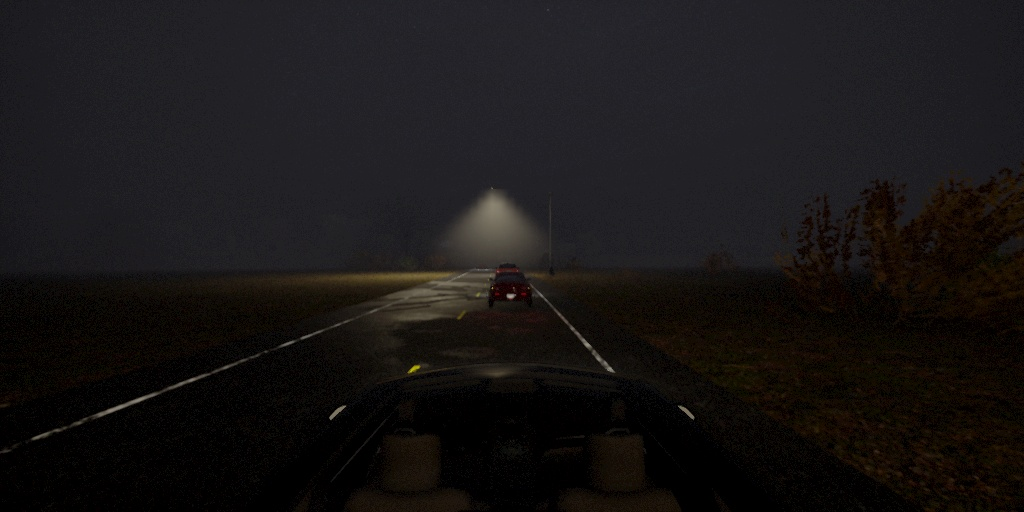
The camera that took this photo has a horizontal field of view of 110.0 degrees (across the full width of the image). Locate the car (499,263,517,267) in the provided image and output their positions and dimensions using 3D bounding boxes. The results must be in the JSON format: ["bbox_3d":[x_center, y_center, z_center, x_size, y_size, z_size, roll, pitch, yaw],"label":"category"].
[{"bbox_3d":[-0.385,1.364,30.998,2.097,1.767,4.553,0,-1,-2],"label":"car"}]

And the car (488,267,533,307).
[{"bbox_3d":[-0.080,1.408,16.283,1.812,1.442,4.674,0,0,-1],"label":"car"}]
